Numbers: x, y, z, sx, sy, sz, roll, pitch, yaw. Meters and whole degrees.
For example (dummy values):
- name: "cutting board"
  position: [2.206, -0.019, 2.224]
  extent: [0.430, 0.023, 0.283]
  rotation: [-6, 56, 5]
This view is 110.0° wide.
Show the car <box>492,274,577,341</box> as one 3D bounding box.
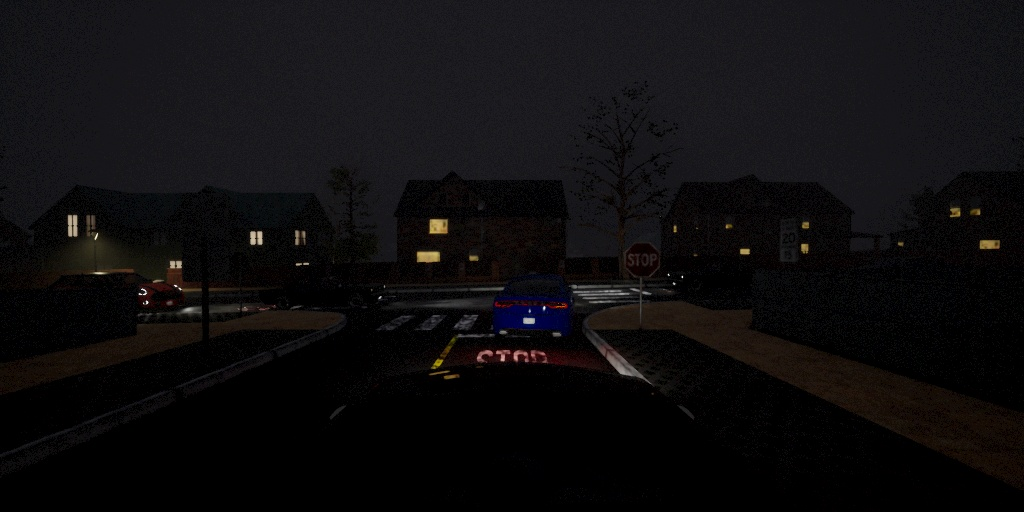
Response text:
- name: "car"
  position: [0.780, 1.226, 10.046]
  extent: [1.882, 1.535, 5.008]
  rotation: [0, 0, 10]

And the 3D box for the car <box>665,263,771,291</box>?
- name: "car"
  position: [10.398, 1.034, 18.188]
  extent: [4.718, 1.301, 1.895]
  rotation: [-1, 1, -1]

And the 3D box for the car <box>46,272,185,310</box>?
- name: "car"
  position: [-16.809, 1.471, 15.233]
  extent: [4.553, 1.767, 2.097]
  rotation: [-1, 1, 0]

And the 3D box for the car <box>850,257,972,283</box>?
- name: "car"
  position: [20.044, 0.753, 18.232]
  extent: [5.357, 1.411, 2.033]
  rotation: [-1, 1, 0]

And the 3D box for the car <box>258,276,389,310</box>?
- name: "car"
  position: [-7.821, 1.506, 15.247]
  extent: [4.718, 1.301, 1.895]
  rotation: [-1, 1, 0]
